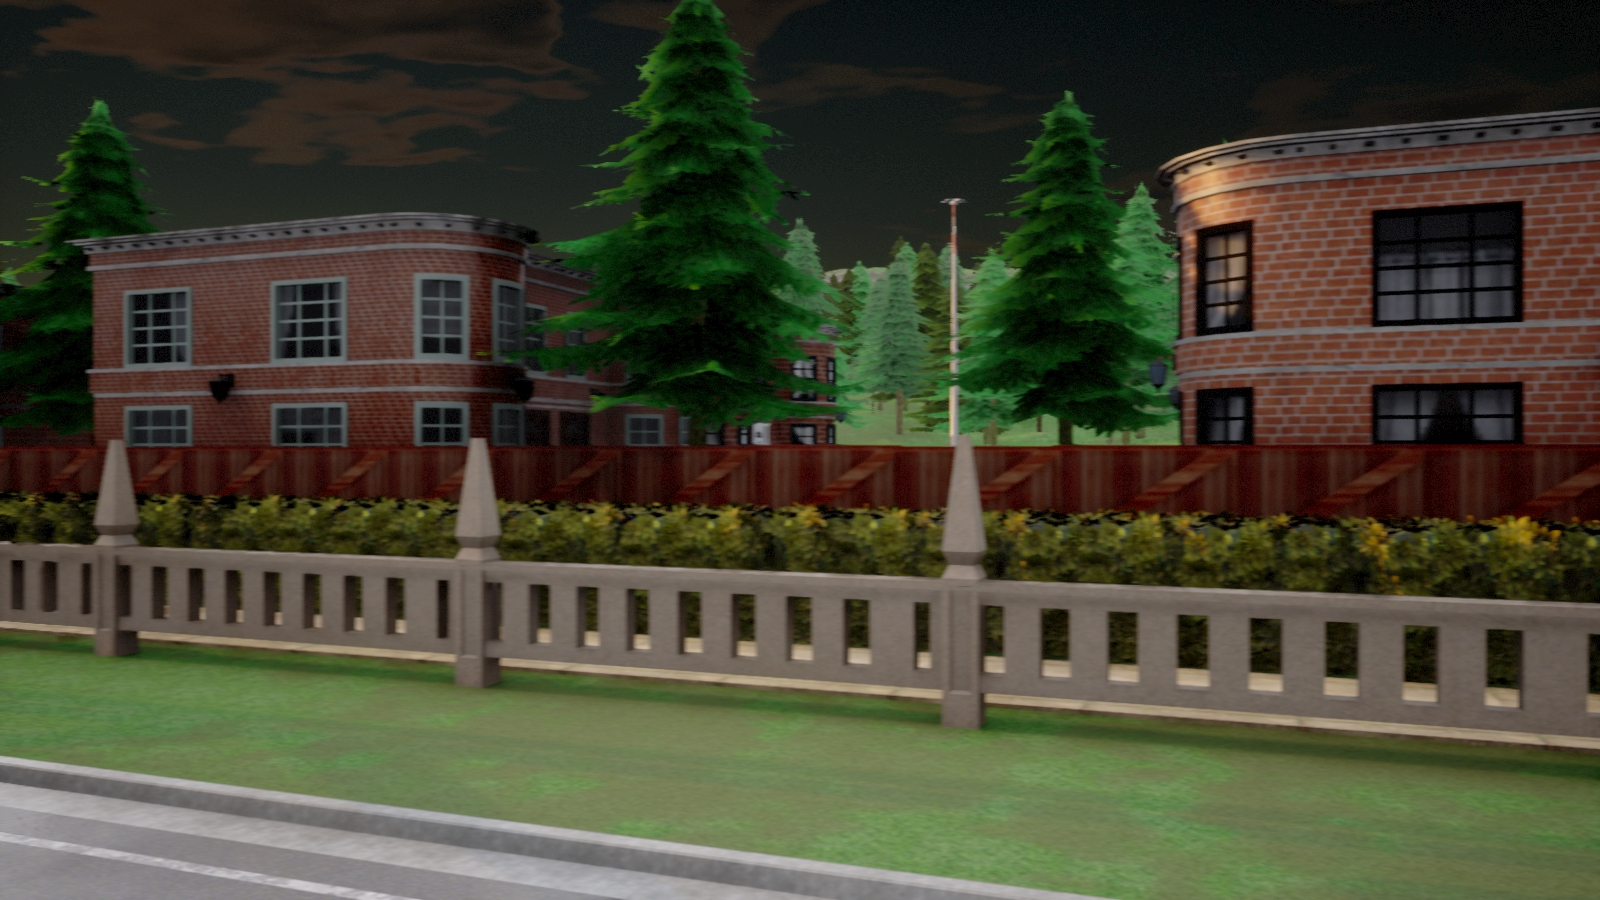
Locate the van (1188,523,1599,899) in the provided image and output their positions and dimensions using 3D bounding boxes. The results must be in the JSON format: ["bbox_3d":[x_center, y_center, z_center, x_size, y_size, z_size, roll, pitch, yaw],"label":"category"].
[{"bbox_3d":[3.750,1.532,1.352,5.915,2.561,1.988,0,0,35],"label":"van"}]
